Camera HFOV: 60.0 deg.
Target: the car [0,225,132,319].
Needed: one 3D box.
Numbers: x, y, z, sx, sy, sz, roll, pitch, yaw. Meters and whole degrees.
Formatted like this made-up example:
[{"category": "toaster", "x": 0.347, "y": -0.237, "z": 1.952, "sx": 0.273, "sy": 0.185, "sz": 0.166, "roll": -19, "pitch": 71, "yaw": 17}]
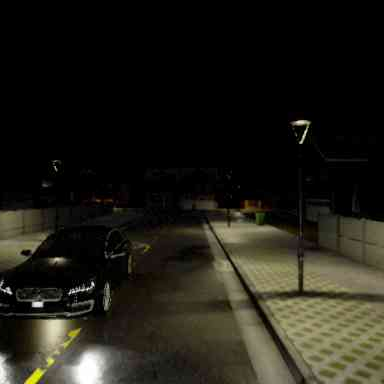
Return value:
[{"category": "car", "x": -2.559, "y": 1.603, "z": 7.778, "sx": 1.837, "sy": 1.490, "sz": 4.892, "roll": 0, "pitch": -1, "yaw": -2}]
